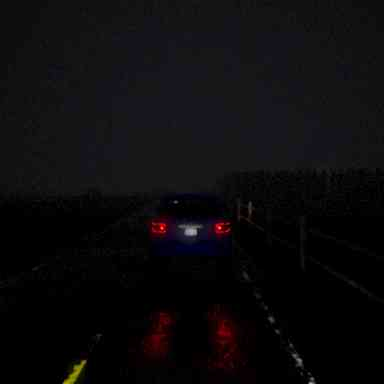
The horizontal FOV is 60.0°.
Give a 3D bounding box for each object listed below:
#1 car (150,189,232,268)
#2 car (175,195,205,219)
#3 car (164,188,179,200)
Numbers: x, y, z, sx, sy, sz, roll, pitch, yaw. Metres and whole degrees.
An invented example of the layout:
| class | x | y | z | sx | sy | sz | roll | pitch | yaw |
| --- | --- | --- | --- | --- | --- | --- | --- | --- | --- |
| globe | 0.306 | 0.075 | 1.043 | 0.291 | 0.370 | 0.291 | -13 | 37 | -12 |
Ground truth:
| class | x | y | z | sx | sy | sz | roll | pitch | yaw |
| --- | --- | --- | --- | --- | --- | --- | --- | --- | --- |
| car | -0.021 | 0.995 | 10.608 | 2.150 | 2.045 | 5.566 | 0 | 1 | 0 |
| car | -0.124 | 1.025 | 24.854 | 2.033 | 1.411 | 5.357 | 0 | 1 | 0 |
| car | -3.177 | 0.278 | 51.586 | 2.097 | 1.767 | 4.553 | 0 | 1 | 0 |
